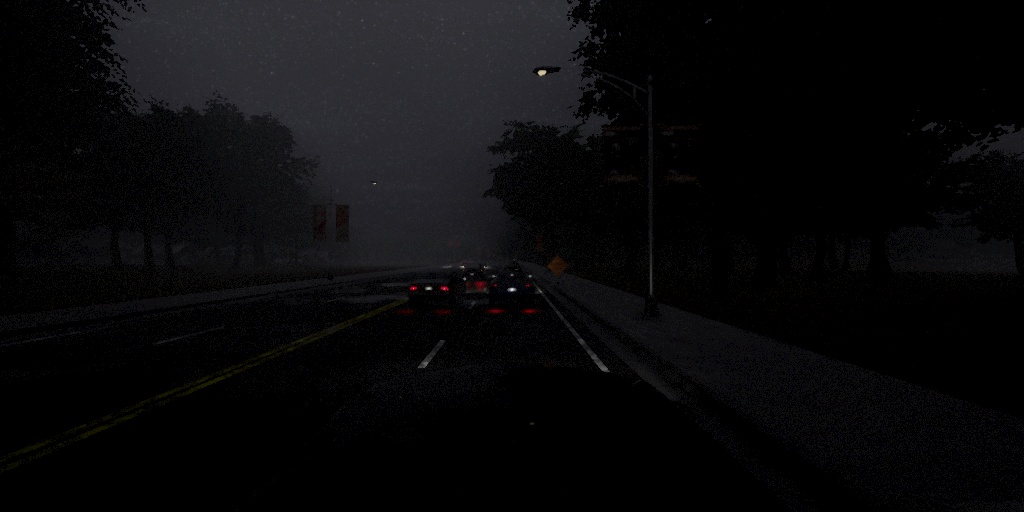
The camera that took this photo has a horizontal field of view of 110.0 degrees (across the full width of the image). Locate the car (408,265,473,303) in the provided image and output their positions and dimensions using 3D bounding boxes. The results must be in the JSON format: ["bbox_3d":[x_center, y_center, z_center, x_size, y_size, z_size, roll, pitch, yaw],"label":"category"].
[{"bbox_3d":[-3.250,1.324,16.502,2.033,1.411,5.357,0,0,0],"label":"car"}]

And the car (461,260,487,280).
[{"bbox_3d":[-3.250,1.314,31.504,1.812,1.442,4.674,0,0,0],"label":"car"}]

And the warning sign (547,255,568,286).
[{"bbox_3d":[2.850,0.881,22.160,1.300,1.860,1.060,0,0,0],"label":"warning sign"}]

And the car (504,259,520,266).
[{"bbox_3d":[0.000,1.298,31.504,1.837,1.490,4.892,0,0,0],"label":"car"}]

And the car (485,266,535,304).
[{"bbox_3d":[0.000,1.334,16.501,1.994,1.385,4.181,0,0,0],"label":"car"}]
